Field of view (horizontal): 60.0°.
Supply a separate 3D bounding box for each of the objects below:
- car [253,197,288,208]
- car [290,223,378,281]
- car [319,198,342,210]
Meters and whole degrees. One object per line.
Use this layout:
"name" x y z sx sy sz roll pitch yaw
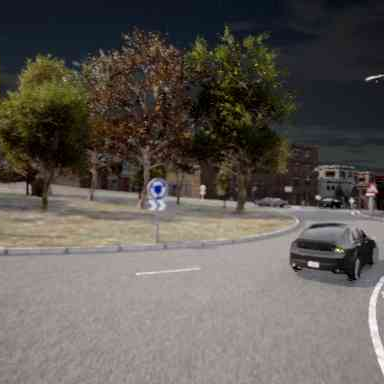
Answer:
"car" 11.074 1.444 47.015 2.033 1.411 5.357 0 1 -31
"car" 4.858 1.804 11.140 1.837 1.490 4.892 0 -1 38
"car" 19.587 1.638 46.863 1.882 1.535 5.008 1 0 42
